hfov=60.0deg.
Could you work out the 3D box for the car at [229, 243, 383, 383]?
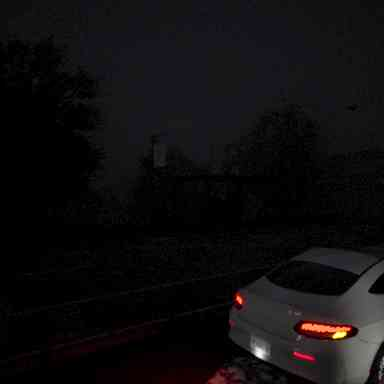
[{"bbox_3d":[2.620,1.528,5.001,4.674,1.442,1.812,0,0,-36],"label":"car"}]
